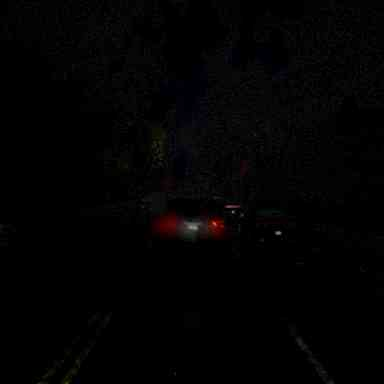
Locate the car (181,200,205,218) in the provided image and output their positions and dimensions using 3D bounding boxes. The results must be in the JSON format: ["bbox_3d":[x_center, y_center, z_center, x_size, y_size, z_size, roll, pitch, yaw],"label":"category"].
[{"bbox_3d":[0.072,1.451,29.626,1.994,1.385,4.181,0,0,0],"label":"car"}]

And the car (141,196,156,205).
[{"bbox_3d":[-6.579,1.291,51.564,1.812,1.442,4.674,0,0,0],"label":"car"}]

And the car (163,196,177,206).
[{"bbox_3d":[-3.327,1.365,51.810,1.895,1.301,4.718,0,0,0],"label":"car"}]

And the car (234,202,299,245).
[{"bbox_3d":[3.326,1.436,15.228,1.882,1.535,5.008,0,0,0],"label":"car"}]

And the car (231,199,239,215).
[{"bbox_3d":[3.319,1.382,29.136,2.128,1.511,4.902,0,0,0],"label":"car"}]

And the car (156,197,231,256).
[{"bbox_3d":[0.065,1.193,13.105,2.150,2.045,5.566,0,1,1],"label":"car"}]
